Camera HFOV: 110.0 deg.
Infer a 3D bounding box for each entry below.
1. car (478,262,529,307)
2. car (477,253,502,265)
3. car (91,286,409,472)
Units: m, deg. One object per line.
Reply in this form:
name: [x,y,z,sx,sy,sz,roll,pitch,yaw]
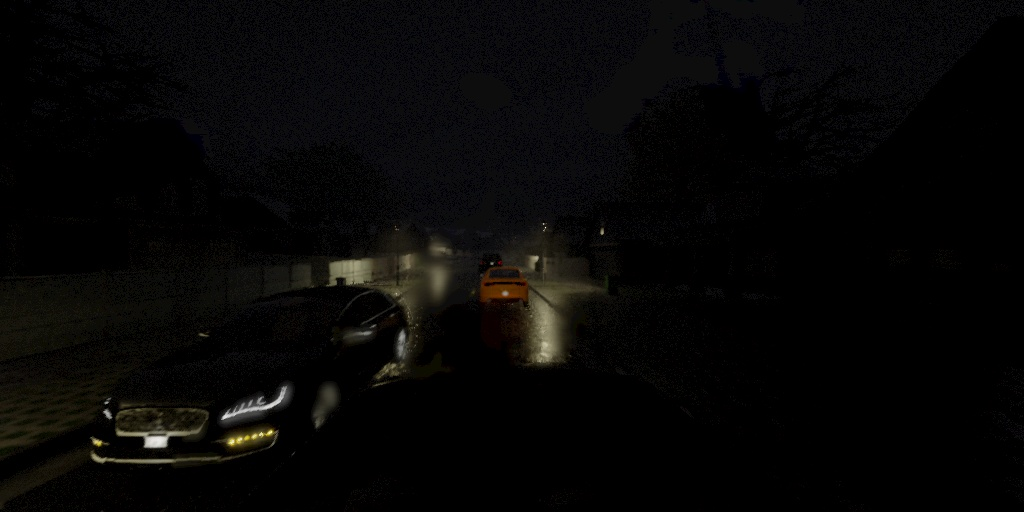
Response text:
car: [-0.379,1.199,15.546,1.882,1.535,5.008,0,0,-3]
car: [-2.092,0.736,34.412,2.150,2.045,5.566,0,1,-7]
car: [-2.940,1.262,5.343,1.837,1.490,4.892,0,0,-1]
